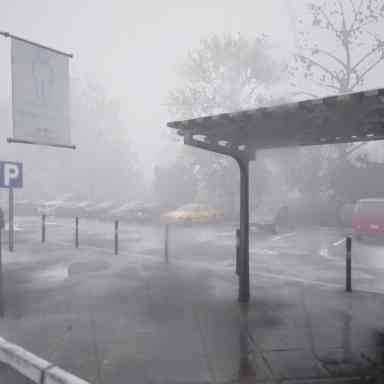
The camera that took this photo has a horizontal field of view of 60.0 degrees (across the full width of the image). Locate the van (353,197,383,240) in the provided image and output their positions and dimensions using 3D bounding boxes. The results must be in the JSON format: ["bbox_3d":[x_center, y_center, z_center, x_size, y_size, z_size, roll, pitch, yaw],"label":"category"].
[{"bbox_3d":[9.218,1.264,16.281,1.878,1.987,4.442,0,0,36],"label":"van"}]

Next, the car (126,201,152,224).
[{"bbox_3d":[-2.125,1.505,24.278,2.163,1.488,4.792,0,0,36],"label":"car"}]

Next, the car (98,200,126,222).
[{"bbox_3d":[-4.396,1.473,25.872,2.231,1.521,4.892,0,0,36],"label":"car"}]

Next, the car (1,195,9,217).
[{"bbox_3d":[-17.845,1.444,35.701,1.946,1.575,5.366,0,0,36],"label":"car"}]

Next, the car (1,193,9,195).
[{"bbox_3d":[-24.745,1.153,40.370,2.435,2.045,5.566,0,0,36],"label":"car"}]

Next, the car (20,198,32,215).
[{"bbox_3d":[-13.436,1.462,32.317,2.231,1.521,4.892,0,0,36],"label":"car"}]

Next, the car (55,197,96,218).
[{"bbox_3d":[-8.914,1.466,29.099,2.097,1.535,5.008,0,0,36],"label":"car"}]

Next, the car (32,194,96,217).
[{"bbox_3d":[-11.192,1.212,30.685,2.435,2.045,5.566,0,0,36],"label":"car"}]

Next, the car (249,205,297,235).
[{"bbox_3d":[4.617,1.514,19.389,2.163,1.488,4.792,0,0,36],"label":"car"}]

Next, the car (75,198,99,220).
[{"bbox_3d":[-6.655,1.469,27.485,2.097,1.535,5.008,0,0,36],"label":"car"}]

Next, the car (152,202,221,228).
[{"bbox_3d":[0.008,1.475,22.489,1.946,1.575,5.366,0,0,36],"label":"car"}]

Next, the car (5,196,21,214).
[{"bbox_3d":[-15.696,1.455,33.932,2.097,1.535,5.008,0,0,36],"label":"car"}]
